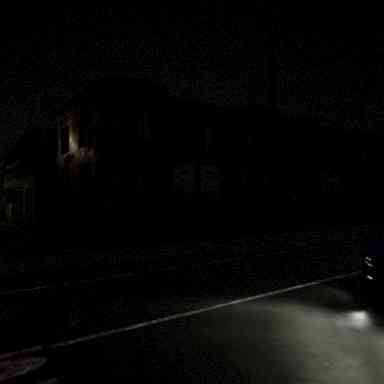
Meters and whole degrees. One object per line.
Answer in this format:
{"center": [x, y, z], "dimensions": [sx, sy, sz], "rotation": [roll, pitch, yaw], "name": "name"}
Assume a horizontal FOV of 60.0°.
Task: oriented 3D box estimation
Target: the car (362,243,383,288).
{"center": [6.141, 1.478, 8.070], "dimensions": [5.008, 1.535, 1.882], "rotation": [0, 0, -34], "name": "car"}
